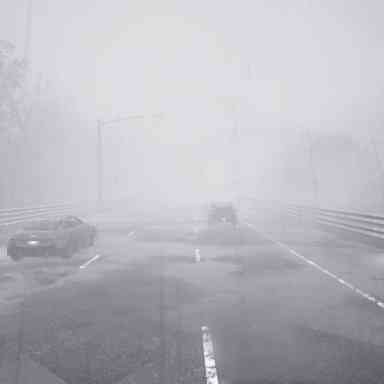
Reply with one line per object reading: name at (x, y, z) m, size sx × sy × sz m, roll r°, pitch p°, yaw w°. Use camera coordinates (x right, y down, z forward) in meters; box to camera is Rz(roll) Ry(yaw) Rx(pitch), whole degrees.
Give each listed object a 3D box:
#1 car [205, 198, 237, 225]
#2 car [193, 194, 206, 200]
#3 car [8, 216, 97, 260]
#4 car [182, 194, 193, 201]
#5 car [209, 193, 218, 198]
car at (2.055, 1.455, 23.513) m, size 1.837 × 1.490 × 4.892 m, roll -1°, pitch 0°, yaw 1°
car at (1.983, 1.497, 85.916) m, size 1.895 × 1.301 × 4.718 m, roll 0°, pitch 0°, yaw 6°
car at (-5.035, 1.579, 12.573) m, size 1.994 × 1.385 × 4.181 m, roll 0°, pitch 0°, yaw 0°
car at (-1.545, 1.468, 85.777) m, size 2.033 × 1.411 × 5.357 m, roll 0°, pitch 0°, yaw 6°
car at (5.536, 1.232, 86.346) m, size 2.097 × 1.767 × 4.553 m, roll 0°, pitch 0°, yaw 6°
